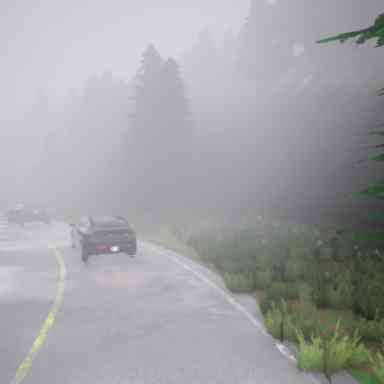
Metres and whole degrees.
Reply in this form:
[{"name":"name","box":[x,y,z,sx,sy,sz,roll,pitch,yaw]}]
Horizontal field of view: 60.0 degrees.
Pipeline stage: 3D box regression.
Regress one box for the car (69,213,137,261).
[{"name":"car","box":[-3.510,1.579,12.832,1.837,1.490,4.892,0,0,-26]}]

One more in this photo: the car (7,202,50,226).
[{"name":"car","box":[-12.566,1.562,25.431,2.097,1.767,4.553,-1,0,-41]}]
